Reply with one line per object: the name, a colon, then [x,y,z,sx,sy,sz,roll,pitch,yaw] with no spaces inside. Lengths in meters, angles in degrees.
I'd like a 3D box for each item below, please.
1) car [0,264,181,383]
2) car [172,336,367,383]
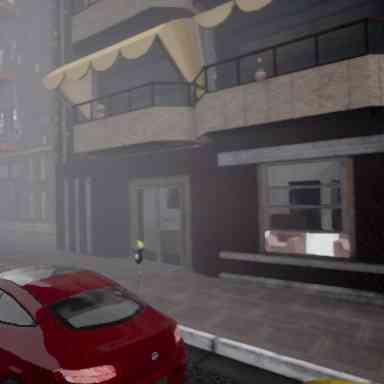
car: [-1.991,1.592,4.165,4.206,1.307,1.802,0,-2,36]
car: [2.372,1.522,1.054,4.829,1.417,1.752,0,-2,36]
